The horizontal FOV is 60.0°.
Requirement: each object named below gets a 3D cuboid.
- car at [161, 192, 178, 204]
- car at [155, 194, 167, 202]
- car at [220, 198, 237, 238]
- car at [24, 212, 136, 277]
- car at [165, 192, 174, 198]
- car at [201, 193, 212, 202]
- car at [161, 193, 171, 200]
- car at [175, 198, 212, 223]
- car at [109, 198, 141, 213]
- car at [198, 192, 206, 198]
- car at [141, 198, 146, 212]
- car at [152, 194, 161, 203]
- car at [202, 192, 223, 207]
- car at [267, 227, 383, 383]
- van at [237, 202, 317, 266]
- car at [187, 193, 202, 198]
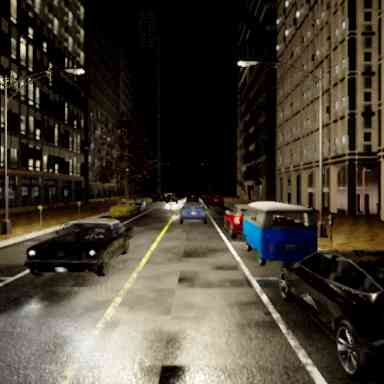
[{"bbox_3d":[-3.104,1.070,51.442,2.128,1.511,4.902,0,0,0],"label":"car"},{"bbox_3d":[-5.717,1.051,62.124,1.947,1.339,4.313,0,0,0],"label":"car"},{"bbox_3d":[2.686,1.310,16.579,1.967,1.590,4.097,0,0,0],"label":"car"},{"bbox_3d":[-3.105,1.522,10.096,1.895,1.301,4.718,0,0,0],"label":"car"},{"bbox_3d":[-5.728,0.830,84.892,2.008,1.369,4.403,0,1,0],"label":"car"},{"bbox_3d":[2.664,1.009,62.284,1.752,1.417,4.829,0,1,0],"label":"car"},{"bbox_3d":[-5.722,0.965,73.506,1.802,1.307,4.206,0,1,0],"label":"car"},{"bbox_3d":[0.090,1.361,23.503,2.033,1.411,5.357,0,0,0],"label":"car"},{"bbox_3d":[-5.701,1.304,27.799,1.752,1.417,4.829,0,0,0],"label":"car"},{"bbox_3d":[2.650,0.793,90.575,1.947,1.339,4.313,0,1,0],"label":"car"},{"bbox_3d":[-5.704,1.280,33.663,2.008,1.369,4.403,0,0,0],"label":"car"},{"bbox_3d":[-5.714,1.086,56.431,2.008,1.369,4.403,0,0,0],"label":"car"},{"bbox_3d":[2.676,0.997,39.345,2.192,1.841,5.009,0,0,0],"label":"car"},{"bbox_3d":[2.690,1.525,5.195,1.947,1.339,4.313,0,0,0],"label":"car"},{"bbox_3d":[2.688,1.256,10.887,1.690,1.788,3.998,0,0,0],"label":"van"},{"bbox_3d":[0.080,1.211,41.528,2.033,1.411,5.357,0,1,0],"label":"car"}]
